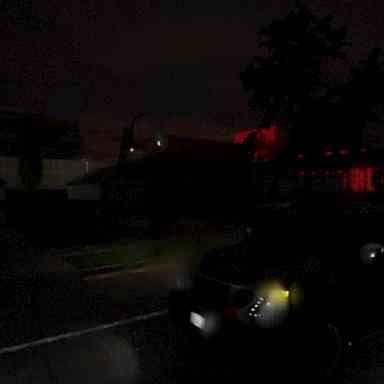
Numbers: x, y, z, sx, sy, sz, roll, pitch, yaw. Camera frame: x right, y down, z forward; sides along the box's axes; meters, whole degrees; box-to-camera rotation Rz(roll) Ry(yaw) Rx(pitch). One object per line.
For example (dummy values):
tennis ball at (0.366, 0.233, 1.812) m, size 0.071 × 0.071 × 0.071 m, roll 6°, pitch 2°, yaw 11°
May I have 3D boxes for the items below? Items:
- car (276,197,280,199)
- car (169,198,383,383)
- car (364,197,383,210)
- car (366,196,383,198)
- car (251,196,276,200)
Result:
car at (14.192, 1.430, 58.501) m, size 1.882 × 1.535 × 5.008 m, roll 0°, pitch 0°, yaw -34°
car at (2.336, 1.219, 5.622) m, size 5.566 × 2.045 × 2.150 m, roll 0°, pitch 0°, yaw -35°
car at (24.825, 1.456, 42.452) m, size 1.837 × 1.490 × 4.892 m, roll 0°, pitch 0°, yaw -34°
car at (22.558, 1.307, 39.538) m, size 2.097 × 1.767 × 4.553 m, roll 0°, pitch 0°, yaw -34°
car at (11.340, 1.555, 56.470) m, size 1.895 × 1.301 × 4.718 m, roll 0°, pitch 0°, yaw -34°
